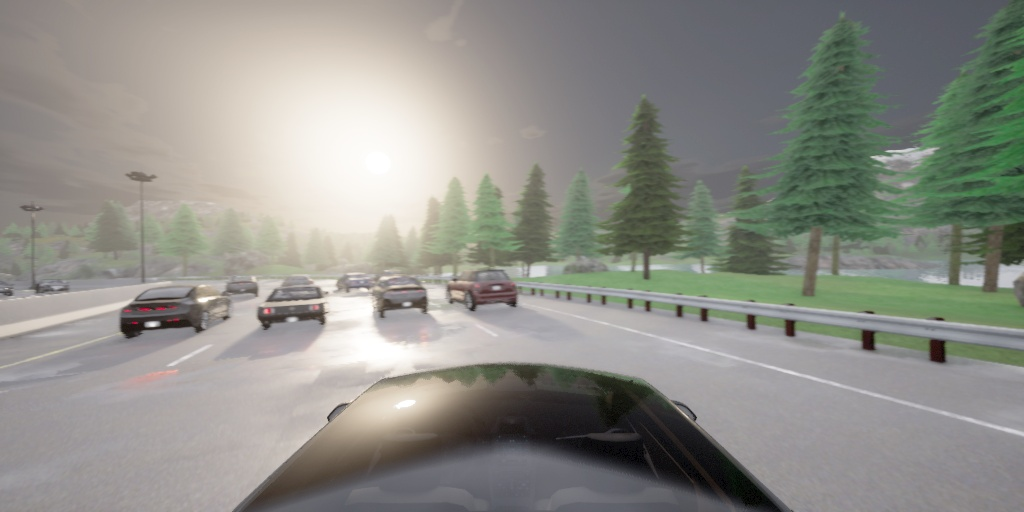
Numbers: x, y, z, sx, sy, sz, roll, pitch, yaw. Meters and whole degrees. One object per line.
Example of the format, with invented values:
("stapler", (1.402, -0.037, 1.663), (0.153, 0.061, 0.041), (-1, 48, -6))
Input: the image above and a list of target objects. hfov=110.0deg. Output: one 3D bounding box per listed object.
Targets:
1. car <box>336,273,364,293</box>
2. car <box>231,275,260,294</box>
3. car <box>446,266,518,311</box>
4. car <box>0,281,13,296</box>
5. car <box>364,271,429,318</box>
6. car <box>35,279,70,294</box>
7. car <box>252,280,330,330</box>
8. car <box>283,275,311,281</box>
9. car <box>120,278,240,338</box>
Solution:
("car", (-12.426, 2.035, 28.199), (2.033, 1.411, 5.357), (-1, -1, -36))
("car", (-19.552, 2.160, 26.038), (2.128, 1.511, 4.902), (-1, -1, -37))
("car", (-1.519, 1.349, 16.246), (2.097, 1.767, 4.553), (-1, -1, -25))
("car", (-50.225, 3.189, 34.799), (4.902, 1.511, 2.128), (-2, -1, 31))
("car", (-4.783, 1.569, 14.998), (2.128, 1.511, 4.902), (-1, -1, -25))
("car", (-48.684, 3.188, 37.954), (4.902, 1.511, 2.128), (-2, -1, 31))
("car", (-7.755, 1.740, 13.131), (1.895, 1.301, 4.718), (-1, -1, -25))
("car", (-16.801, 2.182, 28.184), (1.994, 1.385, 4.181), (-1, -1, -37))
("car", (-11.280, 1.739, 12.396), (1.837, 1.490, 4.892), (-1, -1, -25))
